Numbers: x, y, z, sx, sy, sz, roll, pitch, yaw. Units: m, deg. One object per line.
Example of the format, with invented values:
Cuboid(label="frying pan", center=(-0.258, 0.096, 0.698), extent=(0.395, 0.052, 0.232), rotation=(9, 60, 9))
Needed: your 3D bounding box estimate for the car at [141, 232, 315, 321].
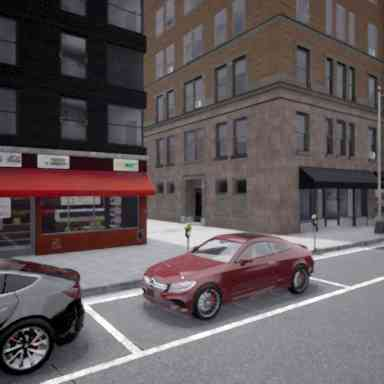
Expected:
Cuboid(label="car", center=(0.954, 1.578, 7.218), extent=(4.206, 1.307, 1.802), rotation=(0, 0, -36))

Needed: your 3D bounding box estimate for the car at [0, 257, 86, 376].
Cuboid(label="car", center=(-3.523, 1.566, 4.021), extent=(4.313, 1.339, 1.947), rotation=(0, 0, -36))
